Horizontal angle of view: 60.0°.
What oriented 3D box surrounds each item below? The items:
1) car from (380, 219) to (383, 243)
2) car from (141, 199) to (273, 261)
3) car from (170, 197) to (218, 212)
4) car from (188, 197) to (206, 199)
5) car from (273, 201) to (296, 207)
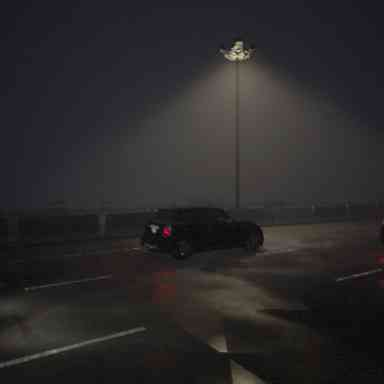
[{"bbox_3d":[10.024,1.274,13.889,4.553,1.767,2.097,0,0,-29],"label":"car"},{"bbox_3d":[0.511,1.301,12.323,4.553,1.767,2.097,0,0,-33],"label":"car"},{"bbox_3d":[0.226,1.344,36.663,4.902,1.511,2.128,0,0,-28],"label":"car"},{"bbox_3d":[-0.042,1.361,32.546,4.902,1.511,2.128,0,0,-29],"label":"car"},{"bbox_3d":[6.433,1.420,28.133,5.357,1.411,2.033,0,0,-28],"label":"car"}]
